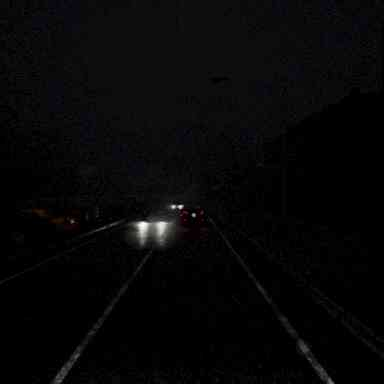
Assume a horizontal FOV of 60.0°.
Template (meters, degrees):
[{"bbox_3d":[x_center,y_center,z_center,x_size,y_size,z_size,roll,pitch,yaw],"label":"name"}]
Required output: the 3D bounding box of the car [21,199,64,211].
[{"bbox_3d":[-21.757,1.877,48.419,5.366,1.575,1.946,0,-1,0],"label":"car"}]

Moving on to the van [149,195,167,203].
[{"bbox_3d":[-8.986,1.926,88.074,4.442,1.987,1.878,0,0,0],"label":"van"}]

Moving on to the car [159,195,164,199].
[{"bbox_3d":[-8.837,1.791,65.641,5.566,2.045,2.435,0,-1,0],"label":"car"}]

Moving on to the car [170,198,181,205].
[{"bbox_3d":[-3.165,2.153,71.069,1.895,1.301,4.718,0,0,0],"label":"car"}]

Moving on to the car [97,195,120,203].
[{"bbox_3d":[-21.920,1.898,87.285,5.566,2.045,2.435,0,0,0],"label":"car"}]

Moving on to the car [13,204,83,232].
[{"bbox_3d":[-9.042,1.593,17.984,5.366,1.575,1.946,0,-1,0],"label":"car"}]

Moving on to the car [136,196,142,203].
[{"bbox_3d":[-8.829,1.680,40.411,4.553,1.767,2.185,0,-1,0],"label":"car"}]

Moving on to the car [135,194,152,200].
[{"bbox_3d":[-8.833,1.607,46.018,5.566,2.045,2.435,0,-1,0],"label":"car"}]

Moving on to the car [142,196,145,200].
[{"bbox_3d":[-8.830,1.707,43.214,4.553,1.767,2.185,0,-1,0],"label":"car"}]

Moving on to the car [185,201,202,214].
[{"bbox_3d":[0.150,1.895,42.228,2.033,1.411,5.357,0,-1,0],"label":"car"}]

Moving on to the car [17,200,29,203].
[{"bbox_3d":[-21.947,1.855,45.642,4.892,1.521,2.231,0,-1,0],"label":"car"}]

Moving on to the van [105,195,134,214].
[{"bbox_3d":[-8.743,1.528,34.805,4.442,1.987,1.878,0,-1,0],"label":"van"}]

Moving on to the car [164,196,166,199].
[{"bbox_3d":[-8.864,2.147,74.050,4.674,1.452,2.002,0,0,0],"label":"car"}]

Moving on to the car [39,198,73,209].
[{"bbox_3d":[-21.974,1.807,53.970,4.553,1.767,2.185,0,-1,0],"label":"car"}]

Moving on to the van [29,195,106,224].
[{"bbox_3d":[-8.741,1.423,23.593,4.442,1.987,1.878,0,-1,0],"label":"van"}]

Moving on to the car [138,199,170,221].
[{"bbox_3d":[-3.310,1.715,30.130,1.882,1.535,5.008,0,-1,0],"label":"car"}]

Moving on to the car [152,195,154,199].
[{"bbox_3d":[-8.834,1.634,48.821,5.566,2.045,2.435,0,-1,0],"label":"car"}]

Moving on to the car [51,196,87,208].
[{"bbox_3d":[-21.973,1.733,59.524,5.566,2.045,2.435,0,-1,0],"label":"car"}]

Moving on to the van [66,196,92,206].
[{"bbox_3d":[-22.061,1.811,65.074,4.442,1.987,1.878,0,-1,0],"label":"van"}]

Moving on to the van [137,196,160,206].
[{"bbox_3d":[-8.982,1.842,68.442,4.442,1.987,1.878,0,0,0],"label":"van"}]

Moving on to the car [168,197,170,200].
[{"bbox_3d":[-8.863,2.147,85.270,5.008,1.535,2.097,0,0,0],"label":"car"}]

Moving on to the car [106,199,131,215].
[{"bbox_3d":[-8.854,1.727,32.000,5.008,1.535,2.097,0,-1,0],"label":"car"}]

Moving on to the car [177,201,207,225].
[{"bbox_3d":[0.131,1.703,25.939,2.163,1.488,4.792,0,-1,0],"label":"car"}]

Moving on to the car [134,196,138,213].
[{"bbox_3d":[-8.892,1.654,37.608,4.553,1.767,2.185,0,-1,0],"label":"car"}]

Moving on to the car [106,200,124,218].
[{"bbox_3d":[-8.830,1.731,29.197,4.792,1.488,2.163,0,-1,0],"label":"car"}]

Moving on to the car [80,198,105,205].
[{"bbox_3d":[-21.975,2.132,73.400,4.792,1.488,2.163,0,0,0],"label":"car"}]

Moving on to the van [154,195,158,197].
[{"bbox_3d":[-8.981,1.764,60.034,4.442,1.987,1.878,0,-1,0],"label":"van"}]

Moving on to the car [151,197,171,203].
[{"bbox_3d":[-8.685,2.157,93.680,5.366,1.575,1.946,0,0,0],"label":"car"}]

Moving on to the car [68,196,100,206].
[{"bbox_3d":[-21.974,1.811,67.850,5.566,2.045,2.435,0,-1,0],"label":"car"}]

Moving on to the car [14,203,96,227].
[{"bbox_3d":[-8.887,1.652,20.787,4.792,1.488,2.163,0,-1,0],"label":"car"}]

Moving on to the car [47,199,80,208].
[{"bbox_3d":[-21.915,1.988,56.746,4.792,1.488,2.163,0,-1,0],"label":"car"}]

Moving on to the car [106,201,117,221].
[{"bbox_3d":[-8.829,1.704,26.394,4.792,1.488,2.163,0,-1,0],"label":"car"}]

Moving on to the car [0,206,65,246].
[{"bbox_3d":[-8.851,1.571,15.184,5.008,1.535,2.097,0,-1,0],"label":"car"}]

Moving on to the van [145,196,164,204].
[{"bbox_3d":[-8.984,1.907,79.662,4.442,1.987,1.878,0,0,0],"label":"van"}]

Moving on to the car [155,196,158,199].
[{"bbox_3d":[-8.857,1.965,57.228,4.892,1.521,2.231,0,-1,0],"label":"car"}]
